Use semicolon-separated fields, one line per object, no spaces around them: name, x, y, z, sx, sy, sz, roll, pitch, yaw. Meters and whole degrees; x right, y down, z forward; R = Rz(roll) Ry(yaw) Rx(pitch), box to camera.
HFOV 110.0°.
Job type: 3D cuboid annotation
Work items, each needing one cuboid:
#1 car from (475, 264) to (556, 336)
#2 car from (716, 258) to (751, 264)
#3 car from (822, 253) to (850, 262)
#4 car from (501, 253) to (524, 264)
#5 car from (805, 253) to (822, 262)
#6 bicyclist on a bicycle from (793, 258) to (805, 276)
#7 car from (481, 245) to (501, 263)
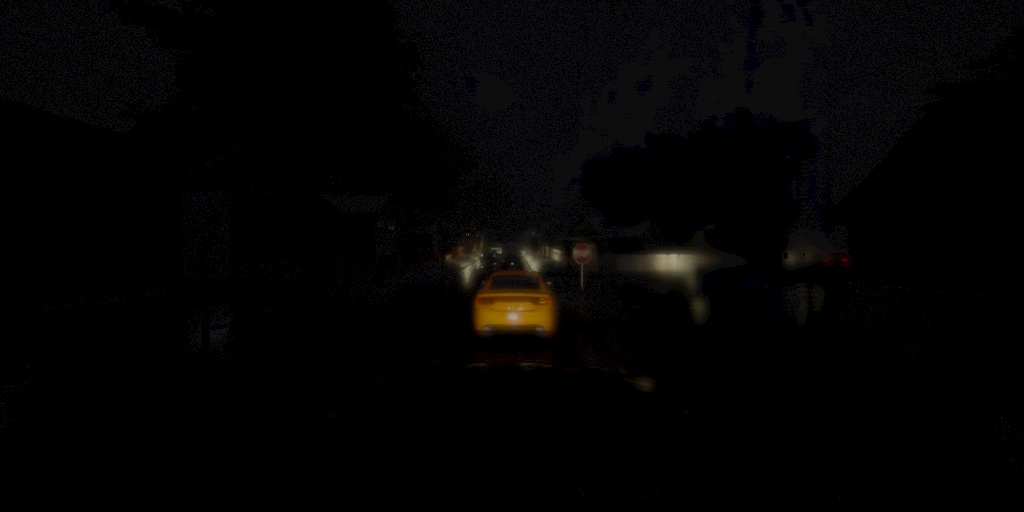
car;0.146;1.152;10.155;1.882;1.535;5.008;0;1;2
car;20.310;0.937;33.114;5.008;1.535;1.882;0;1;-33
car;39.556;0.692;42.897;5.566;2.045;2.150;0;1;-37
car;0.116;0.659;33.374;1.994;1.385;4.181;0;2;0
car;40.359;0.654;47.058;5.566;2.045;2.150;0;0;-37
bicyclist on a bicycle;22.005;0.994;27.192;0.582;1.620;1.656;0;1;-32
car;-2.811;-0.106;45.977;2.097;1.767;4.553;0;3;0
